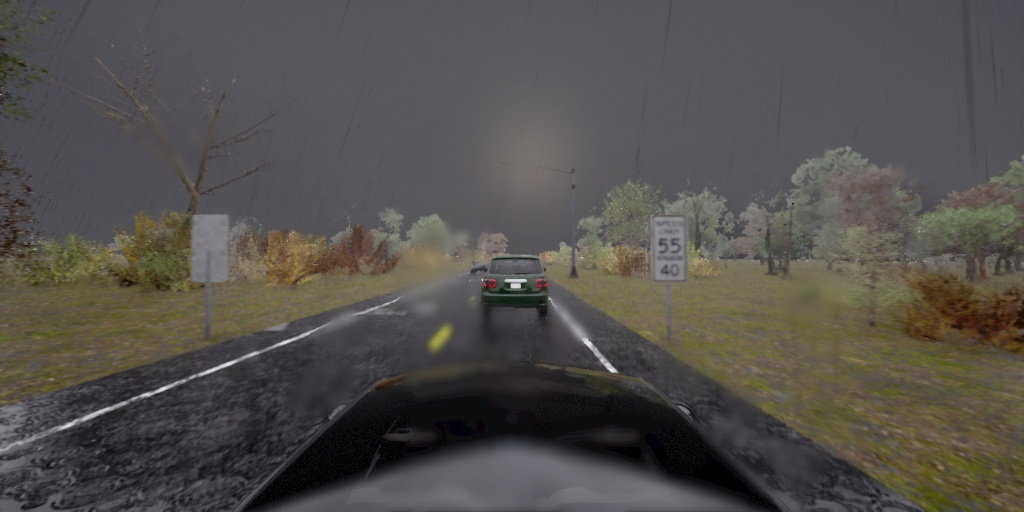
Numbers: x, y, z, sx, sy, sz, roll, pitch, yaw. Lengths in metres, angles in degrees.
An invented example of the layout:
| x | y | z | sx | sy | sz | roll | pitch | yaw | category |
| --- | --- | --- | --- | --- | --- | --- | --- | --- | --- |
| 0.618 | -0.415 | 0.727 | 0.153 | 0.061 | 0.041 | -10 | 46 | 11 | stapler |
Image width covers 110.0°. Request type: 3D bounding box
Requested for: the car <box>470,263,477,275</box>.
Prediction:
| x | y | z | sx | sy | sz | roll | pitch | yaw | category |
| --- | --- | --- | --- | --- | --- | --- | --- | --- | --- |
| -3.446 | 1.368 | 39.038 | 1.895 | 1.301 | 4.718 | 0 | 0 | 1 | car |

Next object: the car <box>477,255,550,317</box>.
| x | y | z | sx | sy | sz | roll | pitch | yaw | category |
| --- | --- | --- | --- | --- | --- | --- | --- | --- | --- |
| 0.117 | 0.977 | 13.277 | 2.150 | 2.045 | 5.566 | 0 | 0 | 0 | car |
